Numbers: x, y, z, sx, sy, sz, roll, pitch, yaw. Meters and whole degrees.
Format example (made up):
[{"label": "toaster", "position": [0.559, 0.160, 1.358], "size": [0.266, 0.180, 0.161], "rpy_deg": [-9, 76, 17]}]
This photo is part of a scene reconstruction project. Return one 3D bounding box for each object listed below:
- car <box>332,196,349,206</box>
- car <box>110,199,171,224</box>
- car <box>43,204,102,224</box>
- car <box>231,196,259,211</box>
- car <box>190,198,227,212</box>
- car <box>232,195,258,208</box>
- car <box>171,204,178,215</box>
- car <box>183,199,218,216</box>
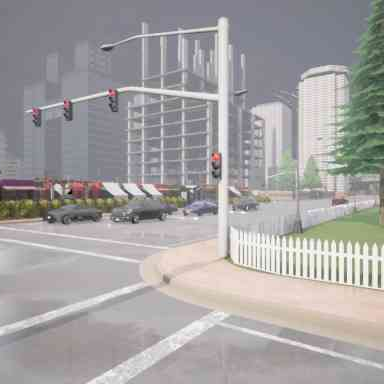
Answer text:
[{"label": "car", "position": [23.981, 1.478, 53.722], "size": [1.882, 1.535, 5.008], "rpy_deg": [0, 0, 34]}, {"label": "car", "position": [-3.986, 1.352, 25.185], "size": [2.097, 1.767, 4.553], "rpy_deg": [0, 0, 34]}, {"label": "car", "position": [-8.699, 1.564, 24.463], "size": [1.994, 1.385, 4.181], "rpy_deg": [0, 0, 34]}, {"label": "car", "position": [6.587, 1.505, 40.815], "size": [1.837, 1.490, 4.892], "rpy_deg": [0, 0, 34]}, {"label": "car", "position": [2.114, 1.547, 40.463], "size": [2.033, 1.411, 5.357], "rpy_deg": [0, 0, 34]}, {"label": "car", "position": [7.809, 1.352, 48.821], "size": [2.097, 1.767, 4.553], "rpy_deg": [0, 0, 34]}, {"label": "car", "position": [-3.524, 1.547, 32.122], "size": [2.033, 1.411, 5.357], "rpy_deg": [0, 0, 34]}, {"label": "car", "position": [0.959, 1.526, 32.484], "size": [1.812, 1.442, 4.674], "rpy_deg": [0, 0, 34]}]
